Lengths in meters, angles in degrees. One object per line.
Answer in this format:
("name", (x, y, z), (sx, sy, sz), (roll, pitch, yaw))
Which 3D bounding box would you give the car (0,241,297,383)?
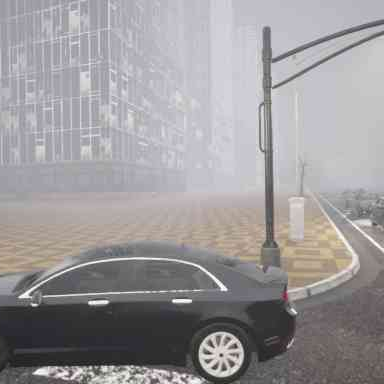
("car", (-1.047, 1.505, 4.762), (4.892, 1.490, 1.837), (0, 0, 0))

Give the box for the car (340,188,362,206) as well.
("car", (13.112, 0.454, 26.740), (2.128, 1.511, 4.902), (-1, 2, 18))

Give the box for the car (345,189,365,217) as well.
("car", (11.110, 0.759, 20.678), (1.994, 1.385, 4.181), (-1, 2, 17))

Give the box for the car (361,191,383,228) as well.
("car", (9.054, 0.928, 14.386), (2.128, 1.511, 4.902), (-1, 2, 18))
